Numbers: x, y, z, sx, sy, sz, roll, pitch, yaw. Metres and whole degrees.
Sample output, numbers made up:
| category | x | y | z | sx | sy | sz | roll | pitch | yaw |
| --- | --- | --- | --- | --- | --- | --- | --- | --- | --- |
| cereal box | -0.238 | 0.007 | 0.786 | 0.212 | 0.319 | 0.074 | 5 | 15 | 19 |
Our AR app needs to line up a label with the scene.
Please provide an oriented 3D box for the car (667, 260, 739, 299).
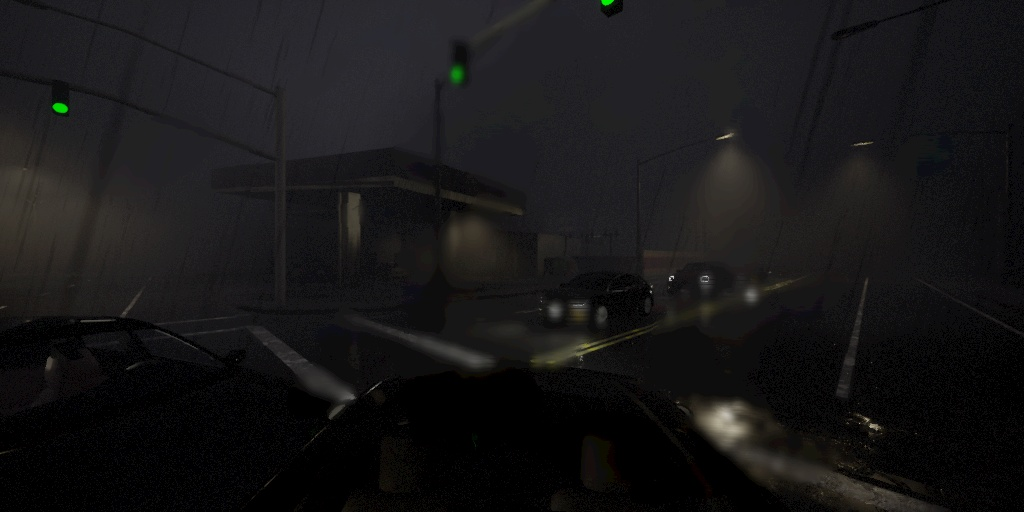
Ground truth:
| category | x | y | z | sx | sy | sz | roll | pitch | yaw |
| --- | --- | --- | --- | --- | --- | --- | --- | --- | --- |
| car | 9.722 | 1.100 | 18.382 | 4.553 | 1.767 | 2.097 | 0 | 0 | -45 |

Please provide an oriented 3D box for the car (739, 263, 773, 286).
| category | x | y | z | sx | sy | sz | roll | pitch | yaw |
| --- | --- | --- | --- | --- | --- | --- | --- | --- | --- |
| car | 16.650 | 1.311 | 25.292 | 1.994 | 1.385 | 4.181 | 0 | 0 | 44 |

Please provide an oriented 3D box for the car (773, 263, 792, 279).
| category | x | y | z | sx | sy | sz | roll | pitch | yaw |
| --- | --- | --- | --- | --- | --- | --- | --- | --- | --- |
| car | 23.784 | 1.309 | 32.344 | 4.181 | 1.385 | 1.994 | 0 | 0 | -45 |

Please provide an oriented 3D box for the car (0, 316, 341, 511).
| category | x | y | z | sx | sy | sz | roll | pitch | yaw |
| --- | --- | --- | --- | --- | --- | --- | --- | --- | --- |
| car | -3.420 | 1.242 | 2.520 | 4.902 | 1.511 | 2.128 | 0 | 0 | 15 |

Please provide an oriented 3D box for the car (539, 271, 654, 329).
| category | x | y | z | sx | sy | sz | roll | pitch | yaw |
| --- | --- | --- | --- | --- | --- | --- | --- | --- | --- |
| car | 2.883 | 1.254 | 11.537 | 1.837 | 1.490 | 4.892 | 0 | 0 | 45 |
